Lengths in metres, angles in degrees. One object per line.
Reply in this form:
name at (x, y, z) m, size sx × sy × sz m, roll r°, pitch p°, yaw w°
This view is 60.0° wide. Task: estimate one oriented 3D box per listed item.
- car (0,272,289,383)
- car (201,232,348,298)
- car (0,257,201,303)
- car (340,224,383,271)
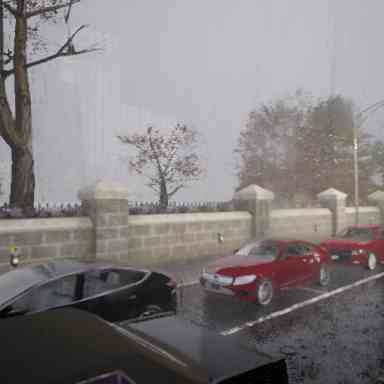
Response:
car at (-1.452, 1.690, 2.163) m, size 4.718 × 1.301 × 1.895 m, roll 1°, pitch -2°, yaw -41°
car at (2.101, 1.854, 8.634) m, size 4.206 × 1.307 × 1.802 m, roll 1°, pitch -2°, yaw -41°
car at (-2.168, 1.751, 4.965) m, size 4.313 × 1.339 × 1.947 m, roll 1°, pitch -2°, yaw -41°
car at (6.369, 1.906, 12.303) m, size 4.507 × 1.381 × 1.887 m, roll 1°, pitch -2°, yaw -41°
